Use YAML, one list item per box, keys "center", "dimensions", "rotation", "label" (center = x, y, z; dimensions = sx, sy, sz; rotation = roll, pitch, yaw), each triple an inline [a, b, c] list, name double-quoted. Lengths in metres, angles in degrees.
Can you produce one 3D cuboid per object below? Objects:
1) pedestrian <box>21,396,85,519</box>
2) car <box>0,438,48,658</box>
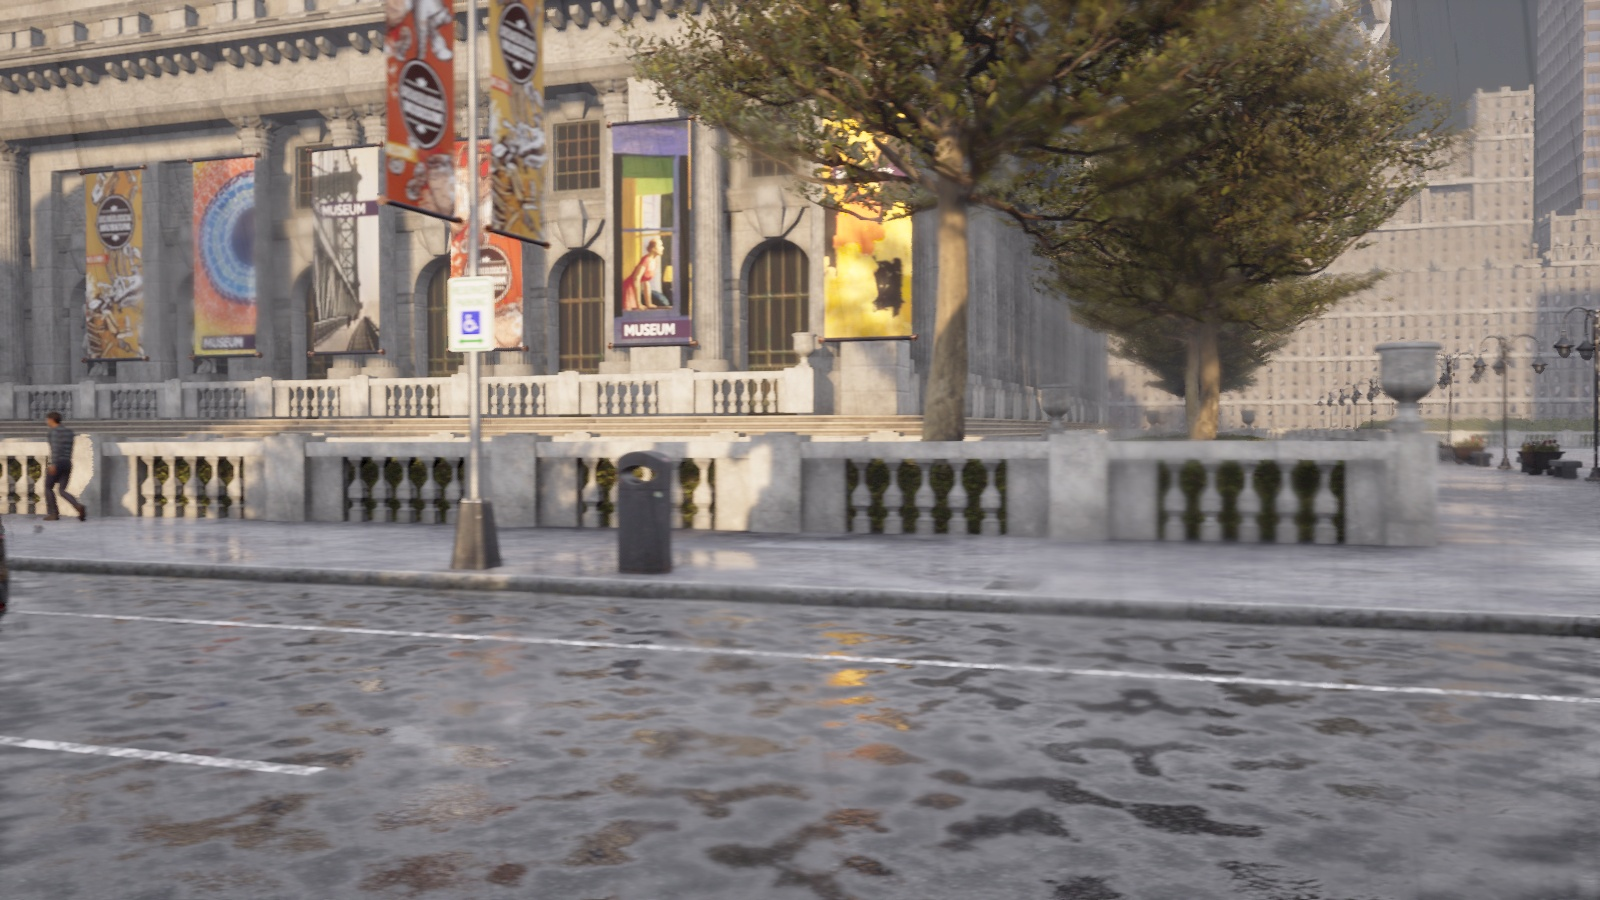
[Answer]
- center: [-11.981, 0.118, 20.149]
  dimensions: [0.788, 1.949, 0.423]
  rotation: [0, 1, 13]
  label: "pedestrian"
- center: [-7.828, 0.670, 7.977]
  dimensions: [4.792, 1.488, 2.163]
  rotation: [0, 1, 0]
  label: "car"
